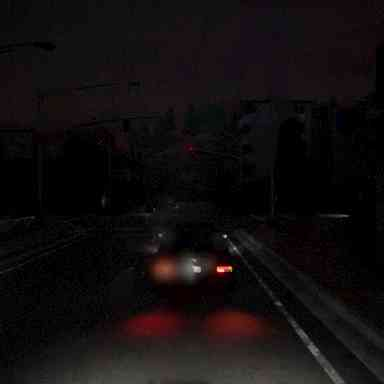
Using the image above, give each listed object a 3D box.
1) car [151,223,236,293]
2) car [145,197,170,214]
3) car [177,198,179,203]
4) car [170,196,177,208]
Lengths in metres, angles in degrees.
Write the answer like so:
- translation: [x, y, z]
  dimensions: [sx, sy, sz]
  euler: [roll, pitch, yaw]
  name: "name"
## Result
- translation: [0.036, 1.547, 8.960]
  dimensions: [2.033, 1.411, 5.357]
  euler: [0, 0, 0]
  name: "car"
- translation: [-3.686, 1.494, 34.816]
  dimensions: [1.837, 1.490, 4.892]
  euler: [0, -1, 0]
  name: "car"
- translation: [-3.677, 1.561, 67.113]
  dimensions: [1.812, 1.442, 4.674]
  euler: [0, 0, 0]
  name: "car"
- translation: [-3.722, 1.477, 49.133]
  dimensions: [1.882, 1.535, 5.008]
  euler: [0, 0, 0]
  name: "car"
